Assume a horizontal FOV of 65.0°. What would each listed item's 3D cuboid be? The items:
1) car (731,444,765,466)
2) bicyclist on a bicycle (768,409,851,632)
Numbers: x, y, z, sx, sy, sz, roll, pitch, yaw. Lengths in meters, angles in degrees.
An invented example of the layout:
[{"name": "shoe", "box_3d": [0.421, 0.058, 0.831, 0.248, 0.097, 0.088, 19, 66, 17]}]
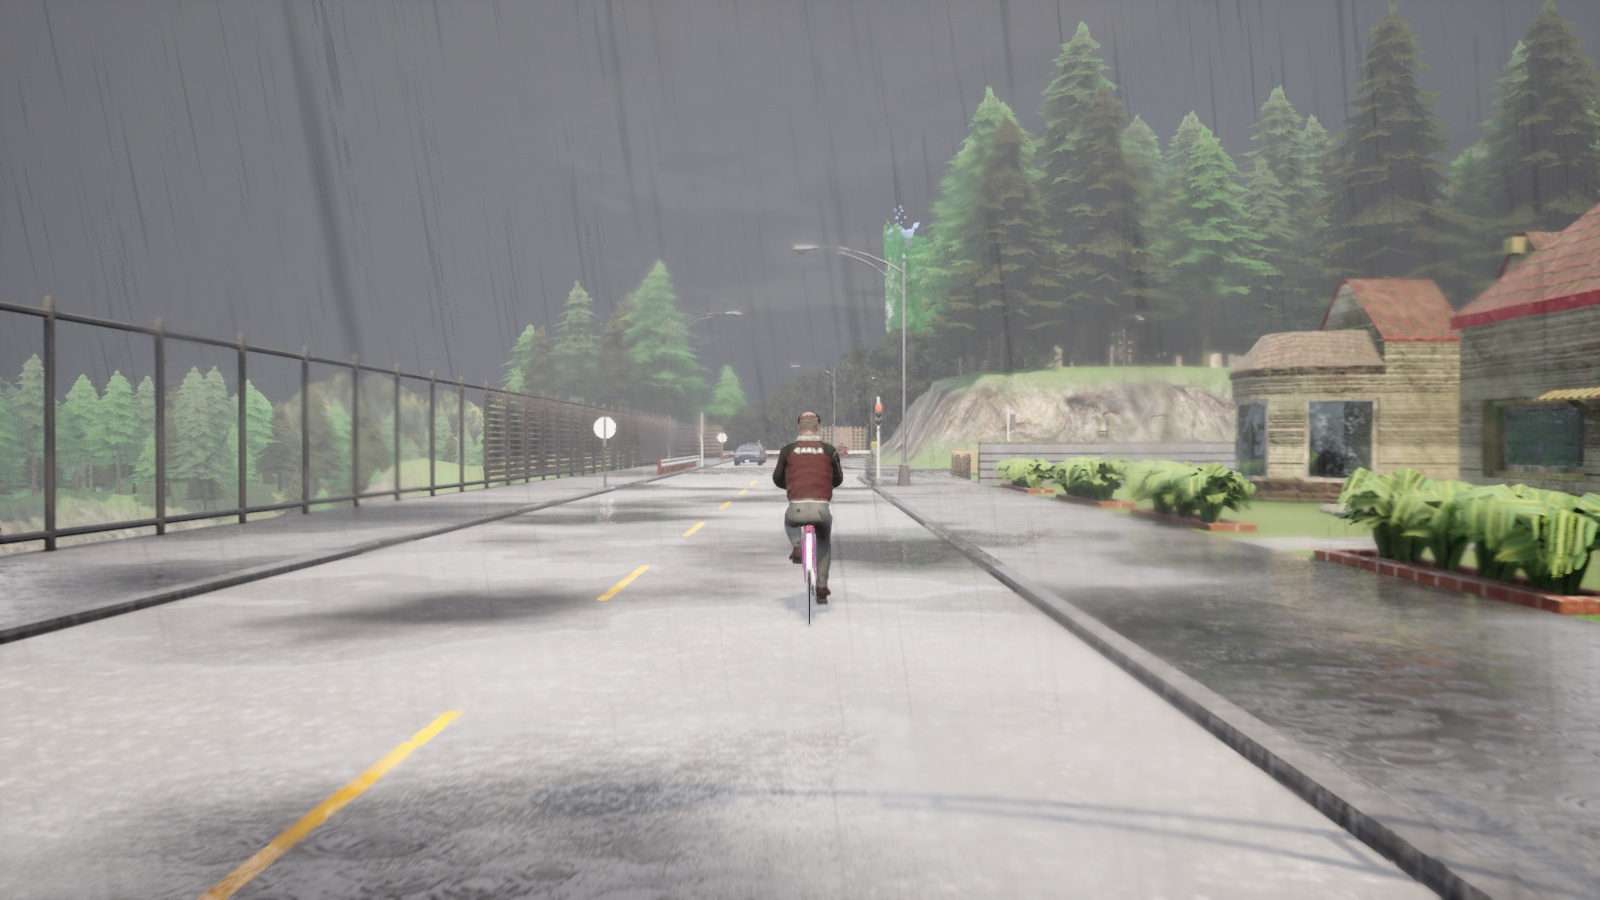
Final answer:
[{"name": "car", "box_3d": [-3.441, 0.314, 84.631, 2.033, 1.411, 5.357, 0, 0, 0]}, {"name": "bicyclist on a bicycle", "box_3d": [0.078, 0.555, 10.938, 0.659, 1.776, 1.843, 0, 1, 0]}]
